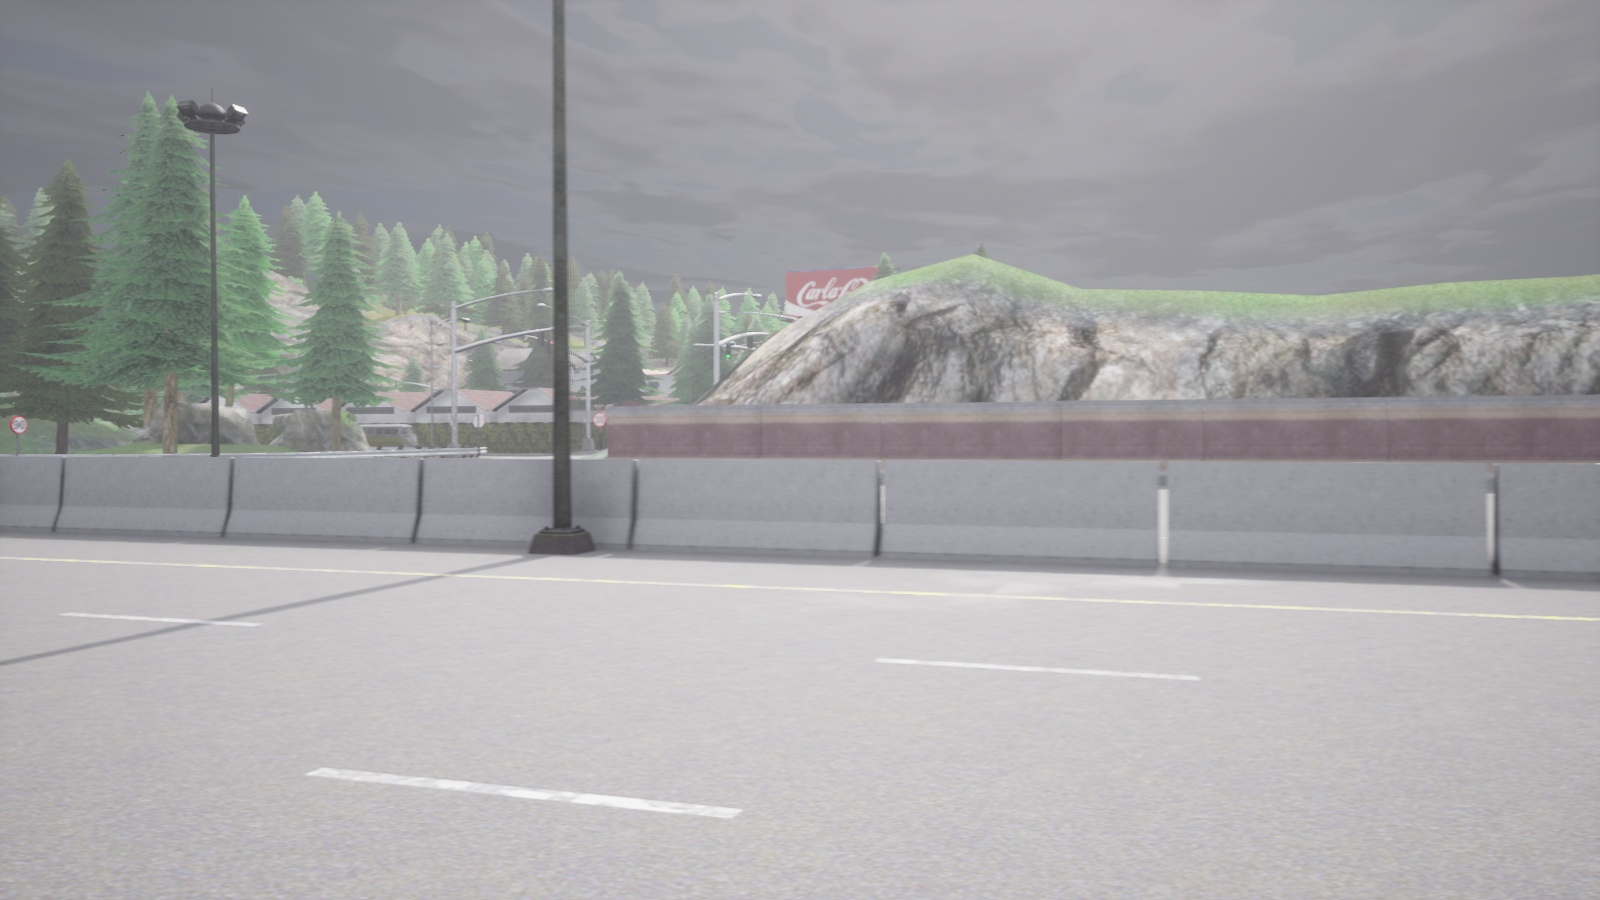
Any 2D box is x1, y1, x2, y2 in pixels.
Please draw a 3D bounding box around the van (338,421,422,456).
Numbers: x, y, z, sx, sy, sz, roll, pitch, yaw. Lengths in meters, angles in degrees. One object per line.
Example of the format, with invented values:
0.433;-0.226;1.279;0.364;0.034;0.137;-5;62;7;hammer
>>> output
-24.329;-0.682;72.752;4.442;1.987;1.775;1;1;19;van
